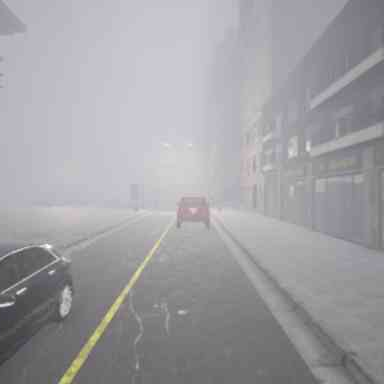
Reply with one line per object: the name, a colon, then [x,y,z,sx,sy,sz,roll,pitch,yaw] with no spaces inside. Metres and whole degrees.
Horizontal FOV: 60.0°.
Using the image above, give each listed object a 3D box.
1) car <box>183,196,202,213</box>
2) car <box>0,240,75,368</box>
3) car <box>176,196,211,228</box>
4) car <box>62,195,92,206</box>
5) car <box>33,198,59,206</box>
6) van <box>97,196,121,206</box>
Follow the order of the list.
car: [0.087,1.442,39.235,2.097,1.767,4.553,0,0,0]
car: [-3.102,1.507,4.412,1.837,1.490,4.892,0,0,0]
car: [0.090,1.266,22.755,2.150,2.045,5.566,0,0,0]
car: [-20.385,1.503,59.271,5.009,1.841,2.192,0,0,-1]
car: [-26.025,1.750,59.182,4.313,1.339,1.947,0,0,-1]
van: [-14.745,1.530,59.358,3.998,1.788,1.690,0,0,-1]
